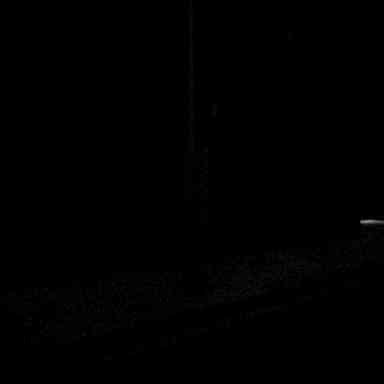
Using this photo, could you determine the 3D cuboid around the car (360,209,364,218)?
[{"bbox_3d":[11.215,1.387,26.199,1.994,1.385,4.181,0,1,-36],"label":"car"}]
